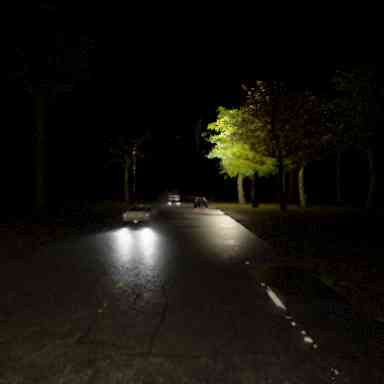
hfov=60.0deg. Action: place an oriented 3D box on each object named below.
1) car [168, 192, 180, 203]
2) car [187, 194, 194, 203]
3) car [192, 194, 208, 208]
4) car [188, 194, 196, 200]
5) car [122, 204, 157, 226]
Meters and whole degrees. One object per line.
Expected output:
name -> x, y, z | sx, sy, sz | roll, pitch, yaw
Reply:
car -> -3.510, 1.044, 66.017 | 2.150, 2.045, 5.566 | 0, 0, 0
car -> -0.004, 1.397, 63.593 | 1.994, 1.385, 4.181 | 0, 0, 0
car -> 1.222, 1.424, 45.792 | 1.812, 1.442, 4.674 | 0, 0, 0
car -> -0.006, 1.219, 80.706 | 1.895, 1.301, 4.718 | 0, 0, 0
car -> -3.601, 1.575, 23.496 | 1.895, 1.301, 4.718 | 0, 0, 0
